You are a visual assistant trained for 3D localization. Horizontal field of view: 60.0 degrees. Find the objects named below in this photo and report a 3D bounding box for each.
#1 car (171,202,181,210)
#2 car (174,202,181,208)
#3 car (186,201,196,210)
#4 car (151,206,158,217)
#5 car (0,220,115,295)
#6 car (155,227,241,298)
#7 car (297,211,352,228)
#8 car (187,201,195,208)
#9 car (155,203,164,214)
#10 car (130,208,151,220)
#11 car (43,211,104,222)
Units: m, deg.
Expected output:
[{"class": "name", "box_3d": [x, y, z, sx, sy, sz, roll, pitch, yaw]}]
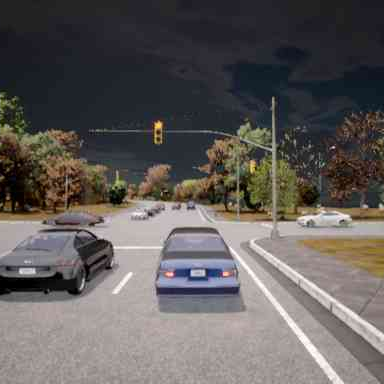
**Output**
[{"class": "car", "box_3d": [-3.730, 3.468, 78.210, 1.812, 1.442, 4.674, 0, 0, 0]}, {"class": "car", "box_3d": [-3.877, 3.408, 88.186, 1.837, 1.490, 4.892, 0, 0, -4]}, {"class": "car", "box_3d": [-0.228, 3.293, 77.750, 2.097, 1.767, 4.553, 0, 0, 0]}, {"class": "car", "box_3d": [-7.251, 3.458, 55.192, 1.895, 1.301, 4.718, 0, -1, 0]}, {"class": "car", "box_3d": [-3.447, 1.663, 8.976, 1.994, 1.385, 4.181, 0, -1, 0]}, {"class": "car", "box_3d": [0.066, 1.645, 8.869, 2.033, 1.411, 5.357, 0, -1, -1]}, {"class": "car", "box_3d": [11.741, 2.410, 29.591, 4.674, 1.442, 1.812, 0, -3, -1]}, {"class": "car", "box_3d": [-0.353, 3.224, 87.929, 1.882, 1.535, 5.008, 0, 0, -4]}, {"class": "car", "box_3d": [-7.228, 3.521, 64.939, 2.033, 1.411, 5.357, 0, 0, 0]}, {"class": "car", "box_3d": [-7.241, 3.135, 46.172, 1.812, 1.442, 4.674, 0, -2, 0]}, {"class": "car", "box_3d": [-10.660, 2.458, 30.109, 5.357, 1.411, 2.033, 0, -3, 6]}]
